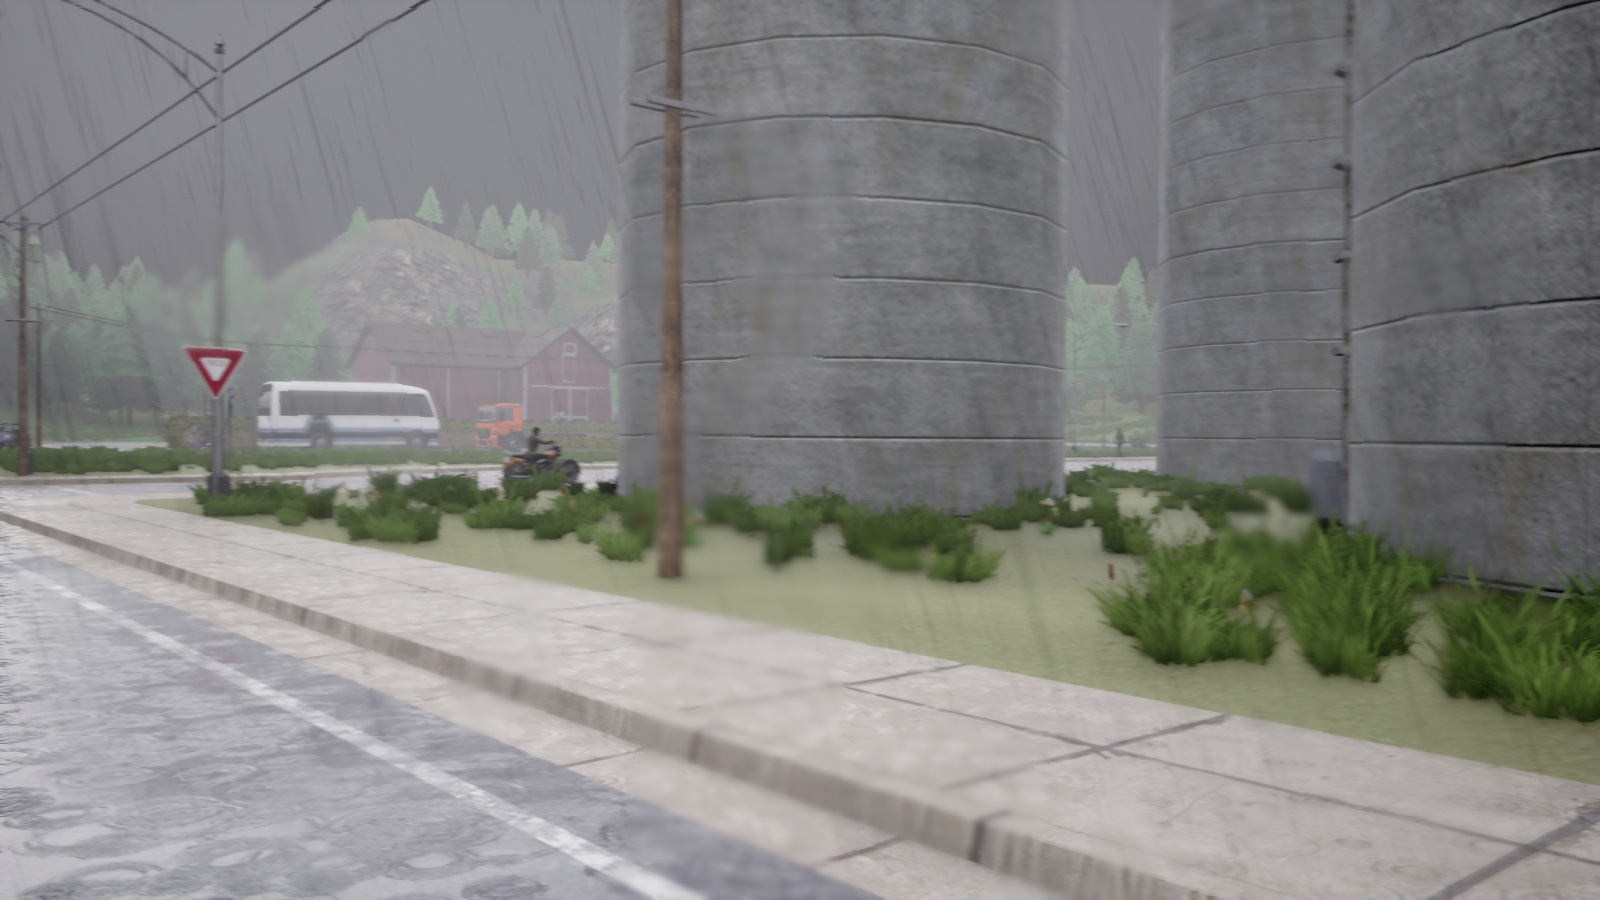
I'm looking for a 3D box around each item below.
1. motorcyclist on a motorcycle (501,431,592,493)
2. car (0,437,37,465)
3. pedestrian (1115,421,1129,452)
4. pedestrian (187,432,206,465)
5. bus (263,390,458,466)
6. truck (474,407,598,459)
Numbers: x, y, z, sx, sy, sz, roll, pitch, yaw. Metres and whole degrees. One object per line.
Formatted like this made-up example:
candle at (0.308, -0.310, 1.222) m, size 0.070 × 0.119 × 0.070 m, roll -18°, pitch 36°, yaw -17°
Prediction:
motorcyclist on a motorcycle at (-6.965, 0.296, 34.563) m, size 2.350 × 1.649 × 0.766 m, roll -1°, pitch 1°, yaw -41°
car at (-47.624, 0.023, 75.553) m, size 1.851 × 1.617 × 3.988 m, roll -1°, pitch 1°, yaw -15°
pedestrian at (18.837, -0.794, 73.482) m, size 0.869 × 1.805 × 0.328 m, roll -1°, pitch 1°, yaw -43°
pedestrian at (-36.142, -0.096, 75.197) m, size 0.873 × 1.952 × 0.659 m, roll -1°, pitch 1°, yaw -34°
bus at (-26.298, -1.367, 75.439) m, size 10.273 × 4.253 × 3.944 m, roll -1°, pitch 1°, yaw -37°
truck at (-18.214, -1.212, 86.973) m, size 7.936 × 3.462 × 2.891 m, roll -1°, pitch 1°, yaw -40°
